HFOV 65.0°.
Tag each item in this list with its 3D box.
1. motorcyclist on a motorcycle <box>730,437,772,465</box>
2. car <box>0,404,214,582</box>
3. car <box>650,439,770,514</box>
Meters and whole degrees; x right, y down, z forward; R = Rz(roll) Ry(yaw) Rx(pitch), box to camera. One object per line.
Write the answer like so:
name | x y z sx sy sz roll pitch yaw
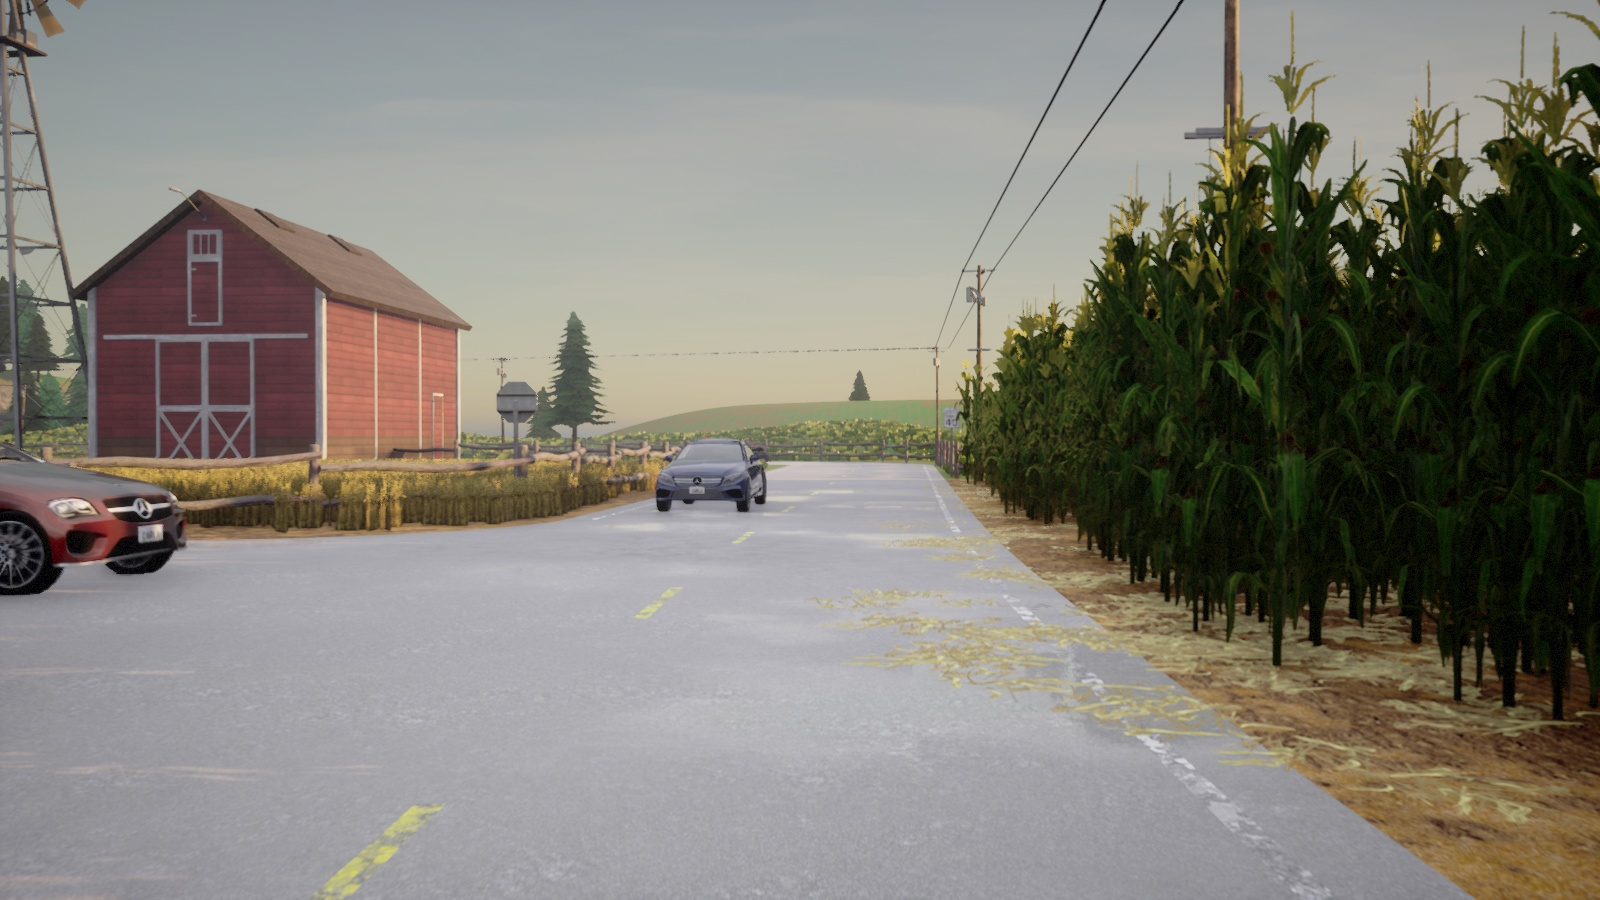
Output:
motorcyclist on a motorcycle | -2.708 0.034 70.142 2.191 1.530 0.866 0 1 14
car | -9.030 0.380 12.910 5.027 1.651 2.152 0 1 5
car | -1.788 0.489 26.482 1.812 1.442 4.674 0 1 5
